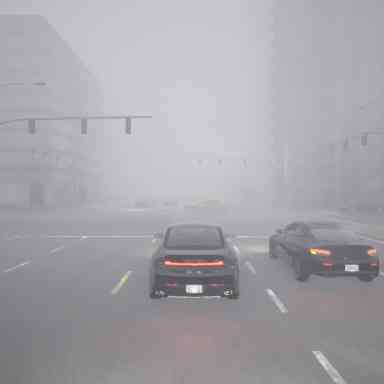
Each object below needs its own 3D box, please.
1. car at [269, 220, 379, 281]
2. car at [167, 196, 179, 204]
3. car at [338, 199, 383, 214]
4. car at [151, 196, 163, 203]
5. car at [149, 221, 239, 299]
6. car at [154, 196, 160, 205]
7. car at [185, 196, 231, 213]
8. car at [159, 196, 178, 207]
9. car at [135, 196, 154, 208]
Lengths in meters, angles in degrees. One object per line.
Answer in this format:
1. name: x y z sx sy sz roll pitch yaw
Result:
1. car: 3.564 1.526 9.693 1.812 1.442 4.674 0 0 0
2. car: -3.545 1.547 62.808 2.033 1.411 5.357 0 0 0
3. car: 18.270 1.505 35.618 4.892 1.490 1.837 0 0 2
4. car: -7.019 1.564 67.491 1.994 1.385 4.181 0 0 1
5. car: 0.058 1.505 8.437 1.837 1.490 4.892 0 0 0
6. car: -7.079 1.477 57.527 1.882 1.535 5.008 0 0 0
7. car: 1.697 1.477 35.749 5.008 1.535 1.882 0 0 1
8. car: -3.568 1.477 52.546 1.882 1.535 5.008 0 0 0
9. car: -7.086 1.601 48.423 1.895 1.301 4.718 0 0 0
